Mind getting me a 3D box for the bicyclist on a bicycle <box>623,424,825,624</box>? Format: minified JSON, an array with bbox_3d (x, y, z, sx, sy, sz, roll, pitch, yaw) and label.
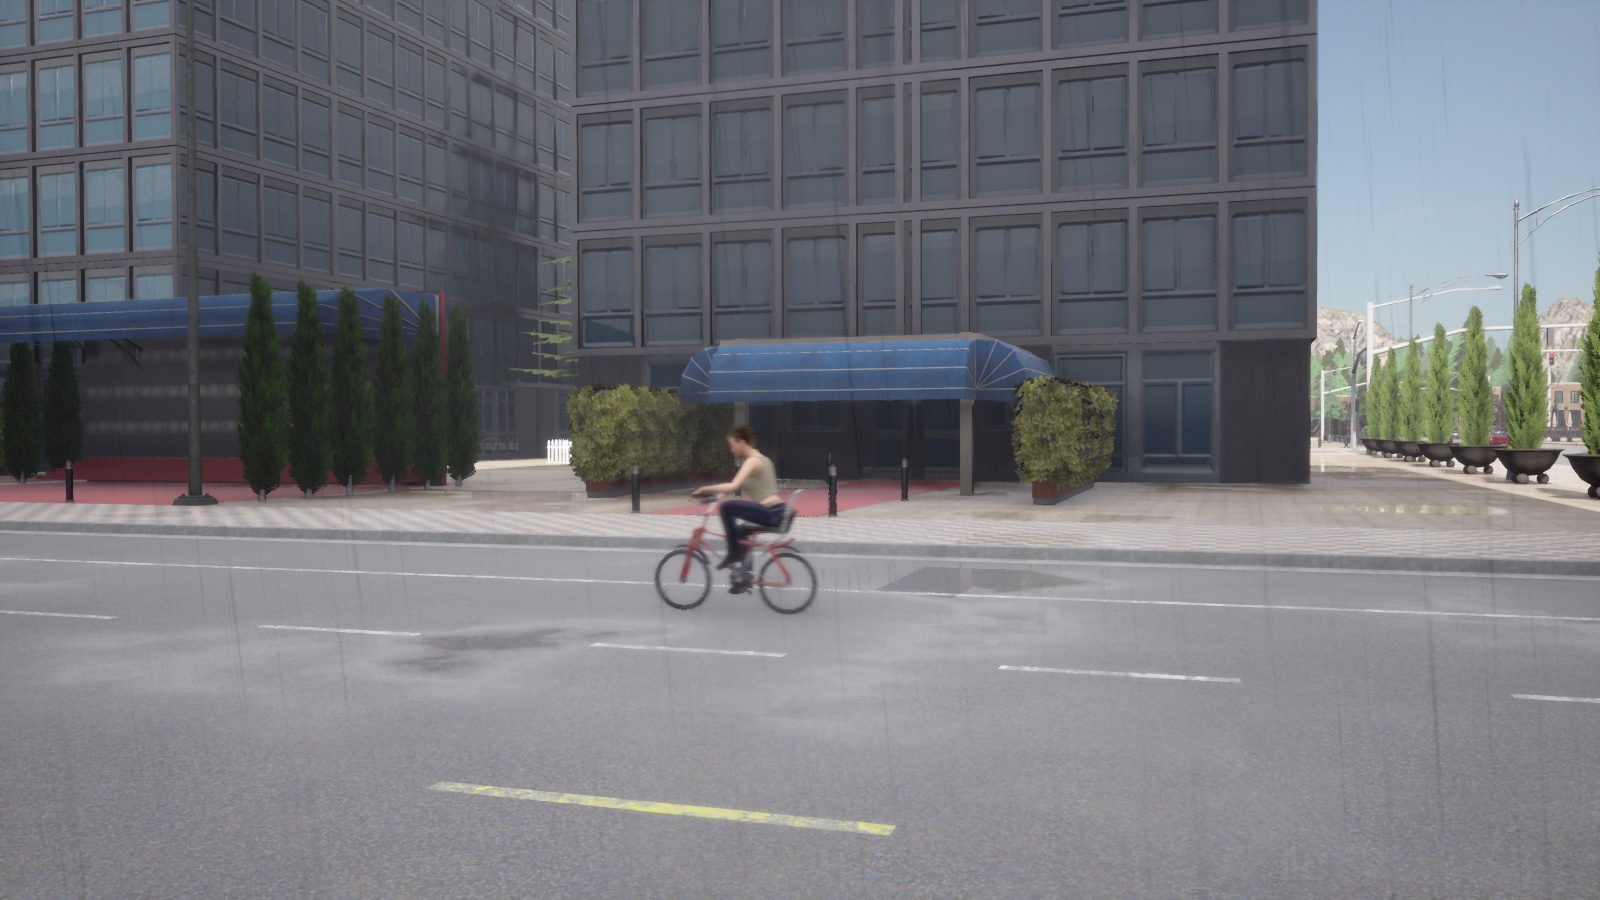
[{"bbox_3d":[-0.638,0.588,10.771,1.509,1.612,0.866,1,1,18],"label":"bicyclist on a bicycle"}]
